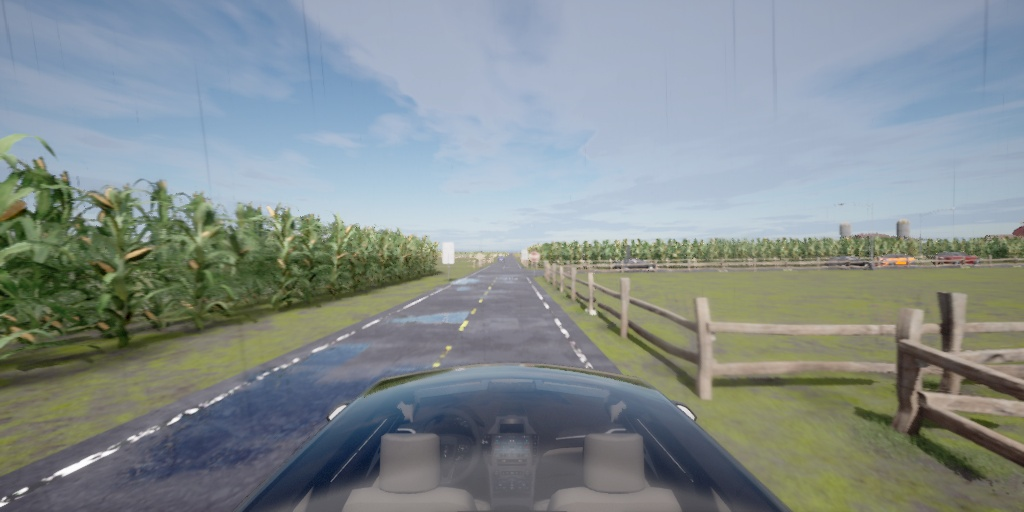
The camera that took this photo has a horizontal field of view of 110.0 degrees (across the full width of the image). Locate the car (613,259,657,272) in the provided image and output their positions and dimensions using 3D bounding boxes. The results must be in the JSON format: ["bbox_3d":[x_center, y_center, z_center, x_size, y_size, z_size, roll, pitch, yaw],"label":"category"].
[{"bbox_3d":[14.109,1.047,41.081,4.902,1.511,2.128,-1,1,-2],"label":"car"}]

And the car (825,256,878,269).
[{"bbox_3d":[39.966,0.771,42.611,4.902,1.511,2.128,-1,1,-5],"label":"car"}]
